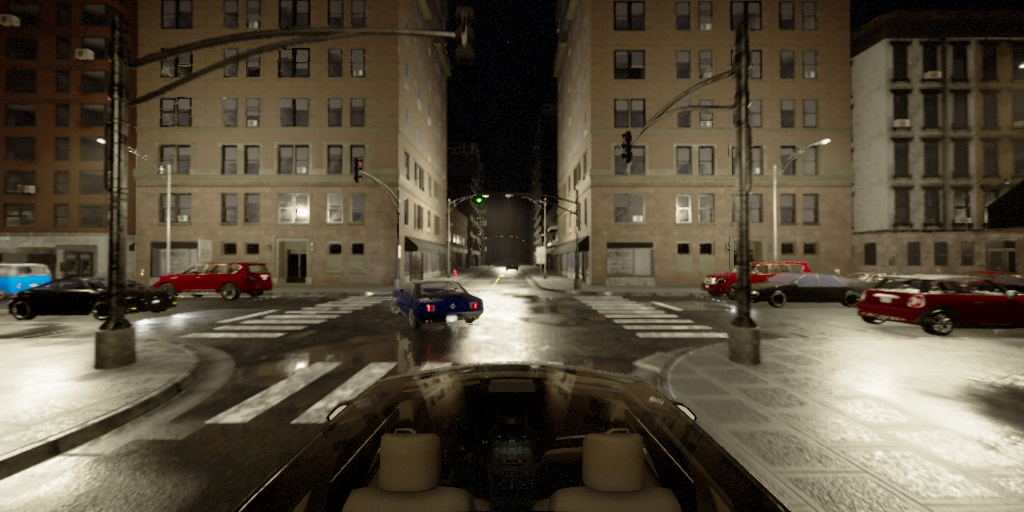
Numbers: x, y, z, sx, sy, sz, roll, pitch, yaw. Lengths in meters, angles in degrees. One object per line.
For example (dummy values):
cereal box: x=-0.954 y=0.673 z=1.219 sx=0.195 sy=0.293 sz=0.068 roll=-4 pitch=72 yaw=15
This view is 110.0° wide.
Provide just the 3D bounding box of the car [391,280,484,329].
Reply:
car: x=-2.654 y=1.431 z=11.733 sx=1.895 sy=1.301 sz=4.718 roll=0 pitch=-1 yaw=-27

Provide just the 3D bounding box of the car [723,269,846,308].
car: x=12.460 y=1.408 z=15.426 sx=5.357 sy=1.411 sz=2.033 roll=0 pitch=-1 yaw=0

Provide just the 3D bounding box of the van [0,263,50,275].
van: x=-25.790 y=1.240 z=17.925 sx=3.998 sy=1.789 sz=1.690 roll=0 pitch=0 yaw=0

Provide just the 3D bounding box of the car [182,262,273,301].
car: x=-14.783 y=1.211 z=17.958 sx=5.009 sy=1.841 sz=2.192 roll=0 pitch=0 yaw=0

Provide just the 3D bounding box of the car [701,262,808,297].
car: x=12.274 y=1.203 z=17.954 sx=5.009 sy=1.841 sz=2.192 roll=0 pitch=0 yaw=0

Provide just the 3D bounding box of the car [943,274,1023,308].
car: x=22.067 y=1.458 z=15.443 sx=4.718 sy=1.301 sz=1.895 roll=0 pitch=-1 yaw=0

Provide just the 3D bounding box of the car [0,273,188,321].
car: x=-14.323 y=1.399 z=12.417 sx=4.181 sy=1.385 sz=1.994 roll=0 pitch=-1 yaw=0

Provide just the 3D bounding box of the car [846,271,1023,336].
car: x=12.292 y=1.240 z=9.930 sx=4.097 sy=1.591 sz=1.967 roll=0 pitch=0 yaw=0

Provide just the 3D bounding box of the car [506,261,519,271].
car: x=0.020 y=1.596 z=60.221 sx=2.097 sy=1.767 sz=4.553 roll=0 pitch=-1 yaw=0
